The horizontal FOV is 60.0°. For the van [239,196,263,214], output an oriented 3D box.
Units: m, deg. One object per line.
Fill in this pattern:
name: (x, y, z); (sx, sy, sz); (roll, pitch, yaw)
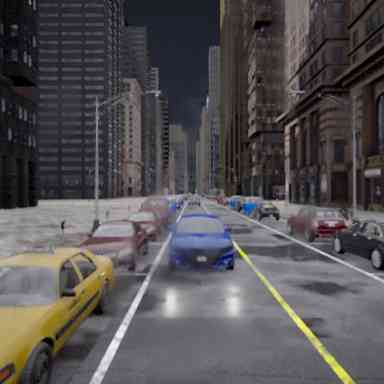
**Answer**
van: (6.127, 1.406, 33.561); (1.690, 1.788, 3.998); (0, 0, 0)

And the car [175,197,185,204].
car: (-2.390, 1.665, 67.448); (1.752, 1.417, 4.829); (0, 0, 0)

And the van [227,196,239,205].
van: (6.130, 1.430, 44.916); (1.690, 1.788, 3.998); (0, 0, 0)

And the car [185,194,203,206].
car: (0.372, 1.464, 55.589); (2.097, 1.767, 4.553); (0, 0, 0)

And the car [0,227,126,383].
car: (-2.405, 1.534, 4.996); (1.752, 1.417, 4.829); (0, 0, 0)

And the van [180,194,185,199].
van: (-2.394, 1.441, 50.586); (1.690, 1.788, 3.998); (0, 0, 0)

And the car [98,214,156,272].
car: (-2.403, 1.602, 10.844); (1.802, 1.307, 4.206); (0, 0, 0)

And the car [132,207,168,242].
car: (-2.402, 1.612, 16.521); (1.802, 1.307, 4.206); (0, 0, 0)

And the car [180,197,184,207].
car: (-2.395, 1.670, 44.908); (1.802, 1.307, 4.206); (0, 0, 0)

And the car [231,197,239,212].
car: (6.129, 1.622, 39.238); (1.887, 1.381, 4.507); (0, 0, 0)

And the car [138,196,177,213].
car: (-2.401, 1.356, 22.199); (2.192, 1.841, 5.009); (0, 0, 0)

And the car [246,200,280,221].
car: (6.126, 1.604, 27.883); (2.008, 1.369, 4.403); (0, 0, 0)

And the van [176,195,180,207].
van: (-2.398, 1.405, 33.554); (1.690, 1.788, 3.998); (0, 0, 0)

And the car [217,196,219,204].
car: (6.134, 1.710, 61.948); (1.802, 1.307, 4.206); (0, 0, 0)

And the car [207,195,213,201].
car: (6.142, 1.758, 94.599); (2.008, 1.369, 4.403); (0, 0, 0)

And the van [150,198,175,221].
van: (-2.400, 1.393, 27.877); (1.690, 1.788, 3.998); (0, 0, 0)

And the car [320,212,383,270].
car: (6.122, 1.572, 10.850); (2.008, 1.369, 4.403); (0, 0, 0)

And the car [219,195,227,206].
car: (6.133, 1.555, 56.271); (1.967, 1.590, 4.097); (0, 0, 0)

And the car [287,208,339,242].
car: (6.123, 1.472, 16.527); (1.967, 1.590, 4.097); (0, 0, 0)

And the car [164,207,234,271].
car: (0.262, 1.498, 11.228); (1.882, 1.535, 5.008); (0, 0, 0)

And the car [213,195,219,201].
car: (6.135, 1.456, 67.626); (2.192, 1.841, 5.009); (0, 0, 0)
